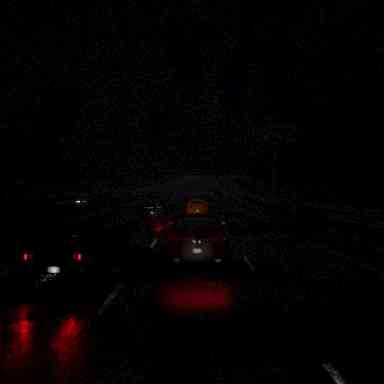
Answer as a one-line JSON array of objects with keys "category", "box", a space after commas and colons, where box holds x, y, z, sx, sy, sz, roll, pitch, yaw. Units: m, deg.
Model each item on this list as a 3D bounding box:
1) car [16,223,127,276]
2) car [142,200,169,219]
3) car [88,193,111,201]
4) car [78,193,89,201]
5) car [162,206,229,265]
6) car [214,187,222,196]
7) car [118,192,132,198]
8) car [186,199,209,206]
[{"category": "car", "box": [-3.339, 1.603, 10.314, 1.895, 1.301, 4.718, 0, 0, 1]}, {"category": "car", "box": [-3.032, 1.411, 28.269, 2.128, 1.511, 4.902, 0, 1, 1]}, {"category": "car", "box": [-16.024, 0.917, 59.103, 2.033, 1.411, 5.357, 0, 1, 3]}, {"category": "car", "box": [-19.373, 0.851, 61.841, 2.033, 1.411, 5.357, 0, 1, 3]}, {"category": "car", "box": [0.176, 1.482, 11.714, 1.882, 1.535, 5.008, 0, 0, 1]}, {"category": "car", "box": [6.485, 0.163, 82.865, 1.837, 1.490, 4.892, 0, 2, 4]}, {"category": "car", "box": [-12.383, 0.801, 61.719, 2.128, 1.511, 4.902, 0, 1, 4]}, {"category": "car", "box": [0.514, 1.381, 29.999, 1.882, 1.535, 5.008, 0, 1, 1]}]
